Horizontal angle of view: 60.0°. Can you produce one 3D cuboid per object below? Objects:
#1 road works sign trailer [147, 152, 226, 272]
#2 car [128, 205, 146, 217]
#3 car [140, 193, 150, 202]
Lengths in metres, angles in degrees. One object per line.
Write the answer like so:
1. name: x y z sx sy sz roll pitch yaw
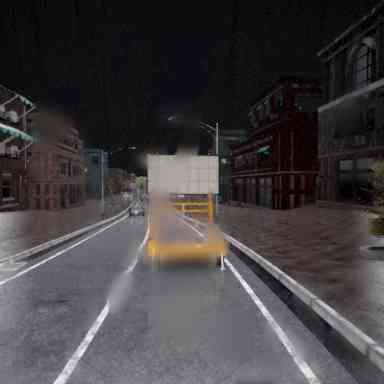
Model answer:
1. road works sign trailer: -0.301 0.497 10.956 2.380 3.560 2.880 0 -1 -9
2. car: -6.843 2.325 41.453 2.128 1.511 4.902 0 -1 -7
3. car: -12.452 1.445 87.962 2.150 2.045 5.566 0 1 -7
